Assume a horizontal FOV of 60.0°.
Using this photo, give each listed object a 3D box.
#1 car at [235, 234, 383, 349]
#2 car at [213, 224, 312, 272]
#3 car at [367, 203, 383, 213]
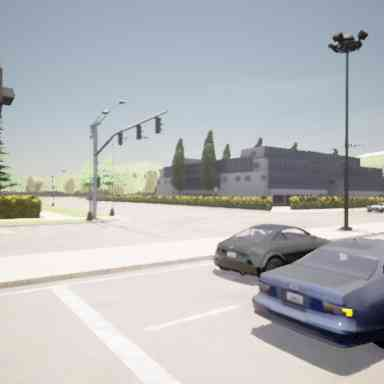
[{"bbox_3d":[3.546,1.623,6.336,5.357,1.411,2.033,1,0,-36],"label":"car"},{"bbox_3d":[2.673,1.659,10.077,4.181,1.385,1.994,1,0,-36],"label":"car"},{"bbox_3d":[25.862,2.153,45.424,4.718,1.301,1.895,1,0,-34],"label":"car"}]
